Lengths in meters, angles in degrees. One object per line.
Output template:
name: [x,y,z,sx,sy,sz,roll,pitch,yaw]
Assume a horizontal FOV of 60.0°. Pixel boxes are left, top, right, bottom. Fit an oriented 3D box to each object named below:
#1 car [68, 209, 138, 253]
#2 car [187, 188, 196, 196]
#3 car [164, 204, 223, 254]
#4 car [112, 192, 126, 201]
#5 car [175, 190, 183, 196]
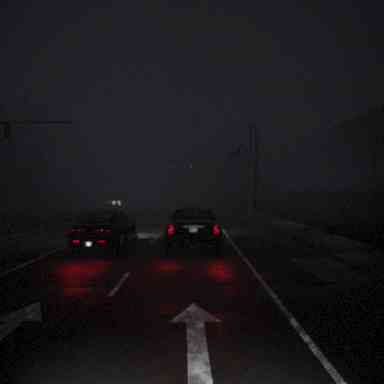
car: [-3.434,1.471,13.503,1.837,1.490,4.892,0,0,0]
car: [-0.006,0.066,88.654,2.150,2.045,5.566,0,1,0]
car: [0.066,1.323,13.550,2.097,1.767,4.553,0,0,0]
car: [-14.022,0.832,63.969,2.128,1.511,4.902,0,1,0]
car: [-3.506,0.319,88.628,1.882,1.535,5.008,0,1,0]
